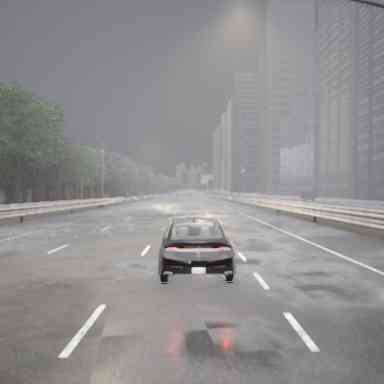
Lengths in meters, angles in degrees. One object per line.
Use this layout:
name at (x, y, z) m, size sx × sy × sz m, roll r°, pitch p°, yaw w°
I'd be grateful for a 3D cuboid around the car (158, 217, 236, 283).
car at (0.067, 1.479, 9.645) m, size 2.128 × 1.511 × 4.902 m, roll 0°, pitch 0°, yaw -2°
